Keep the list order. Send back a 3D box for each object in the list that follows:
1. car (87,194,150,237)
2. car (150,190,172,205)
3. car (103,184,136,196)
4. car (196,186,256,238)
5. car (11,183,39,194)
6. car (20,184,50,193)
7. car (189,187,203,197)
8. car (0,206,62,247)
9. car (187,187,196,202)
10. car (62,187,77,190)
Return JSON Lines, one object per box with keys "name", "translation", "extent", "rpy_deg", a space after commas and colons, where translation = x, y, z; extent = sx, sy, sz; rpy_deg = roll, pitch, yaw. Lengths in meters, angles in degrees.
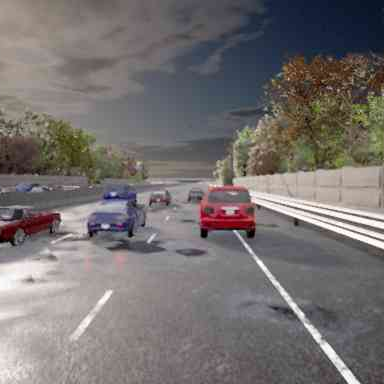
{"name": "car", "translation": [-3.218, 1.042, 14.765], "extent": [1.812, 1.442, 4.674], "rpy_deg": [0, 2, 1]}
{"name": "car", "translation": [-3.006, 0.489, 32.204], "extent": [1.812, 1.442, 4.674], "rpy_deg": [0, 2, 1]}
{"name": "car", "translation": [-6.533, 0.238, 30.451], "extent": [2.150, 2.045, 5.566], "rpy_deg": [0, 2, 1]}
{"name": "car", "translation": [1.407, 0.745, 14.715], "extent": [2.150, 2.045, 5.566], "rpy_deg": [0, 2, 1]}
{"name": "car", "translation": [-23.979, -0.338, 48.365], "extent": [2.150, 2.045, 5.566], "rpy_deg": [0, 2, 1]}
{"name": "car", "translation": [-20.543, 0.088, 44.556], "extent": [1.812, 1.442, 4.674], "rpy_deg": [0, 2, 1]}
{"name": "car", "translation": [0.605, -0.020, 49.569], "extent": [1.994, 1.385, 4.181], "rpy_deg": [0, 2, 1]}
{"name": "car", "translation": [-6.744, 1.182, 12.675], "extent": [1.895, 1.301, 4.718], "rpy_deg": [0, 2, 1]}
{"name": "car", "translation": [0.507, 0.271, 38.023], "extent": [2.128, 1.511, 4.902], "rpy_deg": [0, 2, 1]}
{"name": "car", "translation": [-17.018, 0.060, 46.179], "extent": [2.033, 1.411, 5.357], "rpy_deg": [0, 2, 1]}
